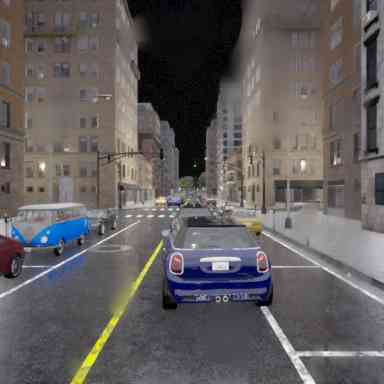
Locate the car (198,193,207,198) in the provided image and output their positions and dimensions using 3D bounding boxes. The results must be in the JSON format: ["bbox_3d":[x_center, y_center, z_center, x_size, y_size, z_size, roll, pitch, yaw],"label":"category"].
[{"bbox_3d":[2.877,1.438,73.270,1.967,1.590,4.097,0,0,0],"label":"car"}]

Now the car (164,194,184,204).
[{"bbox_3d":[-2.677,1.479,50.425,1.882,1.535,5.008,0,0,0],"label":"car"}]

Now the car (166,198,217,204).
[{"bbox_3d":[0.128,1.352,15.365,2.097,1.767,4.553,0,0,0],"label":"car"}]

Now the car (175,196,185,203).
[{"bbox_3d":[-2.519,1.523,70.519,1.812,1.442,4.674,0,0,0],"label":"car"}]

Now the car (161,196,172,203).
[{"bbox_3d":[-5.166,1.566,67.613,1.947,1.339,4.313,0,0,0],"label":"car"}]

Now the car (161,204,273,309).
[{"bbox_3d":[0.330,1.352,8.085,2.097,1.767,4.553,0,0,-5],"label":"car"}]

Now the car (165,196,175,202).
[{"bbox_3d":[-5.129,1.548,78.975,2.008,1.369,4.403,0,0,0],"label":"car"}]

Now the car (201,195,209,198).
[{"bbox_3d":[2.802,1.552,50.544,2.008,1.369,4.403,0,0,0],"label":"car"}]

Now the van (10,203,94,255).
[{"bbox_3d":[-5.350,1.341,12.881,1.690,1.788,3.998,0,0,0],"label":"van"}]

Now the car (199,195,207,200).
[{"bbox_3d":[2.934,1.560,90.316,1.947,1.339,4.313,0,0,0],"label":"car"}]

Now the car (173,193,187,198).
[{"bbox_3d":[-2.623,1.222,60.413,2.150,2.045,5.566,0,0,1],"label":"car"}]

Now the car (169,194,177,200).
[{"bbox_3d":[-5.091,1.435,90.337,1.967,1.590,4.097,0,0,0],"label":"car"}]

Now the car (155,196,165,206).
[{"bbox_3d":[-5.204,1.527,56.080,1.752,1.417,4.829,0,0,0],"label":"car"}]

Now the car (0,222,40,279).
[{"bbox_3d":[-5.369,1.582,7.475,1.802,1.307,4.206,0,0,0],"label":"car"}]

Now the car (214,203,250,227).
[{"bbox_3d":[2.716,1.551,23.668,2.008,1.369,4.403,0,0,0],"label":"car"}]

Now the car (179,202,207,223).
[{"bbox_3d":[0.112,1.565,26.294,1.994,1.385,4.181,0,0,1],"label":"car"}]

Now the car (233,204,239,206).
[{"bbox_3d":[2.704,1.526,18.432,1.752,1.417,4.829,0,0,0],"label":"car"}]

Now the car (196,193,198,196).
[{"bbox_3d":[2.915,1.311,84.634,2.192,1.841,5.009,0,0,0],"label":"car"}]

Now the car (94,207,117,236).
[{"bbox_3d":[-5.331,1.551,18.287,2.008,1.369,4.403,0,0,0],"label":"car"}]

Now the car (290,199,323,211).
[{"bbox_3d":[13.717,1.517,38.270,4.718,1.301,1.895,0,0,0],"label":"car"}]
